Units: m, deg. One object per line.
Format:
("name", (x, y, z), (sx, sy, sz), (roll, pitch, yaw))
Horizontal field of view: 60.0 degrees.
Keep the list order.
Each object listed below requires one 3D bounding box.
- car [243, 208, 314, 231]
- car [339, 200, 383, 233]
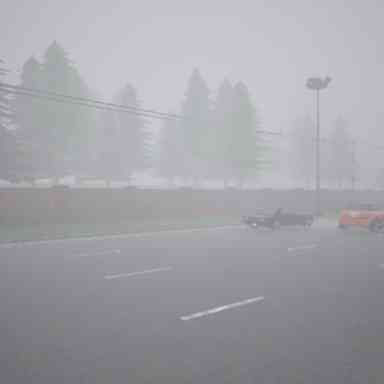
("car", (5.439, 1.611, 20.520), (4.718, 1.301, 1.895), (0, 0, -35))
("car", (10.938, 1.364, 20.140), (4.553, 1.767, 2.097), (0, 0, -35))
